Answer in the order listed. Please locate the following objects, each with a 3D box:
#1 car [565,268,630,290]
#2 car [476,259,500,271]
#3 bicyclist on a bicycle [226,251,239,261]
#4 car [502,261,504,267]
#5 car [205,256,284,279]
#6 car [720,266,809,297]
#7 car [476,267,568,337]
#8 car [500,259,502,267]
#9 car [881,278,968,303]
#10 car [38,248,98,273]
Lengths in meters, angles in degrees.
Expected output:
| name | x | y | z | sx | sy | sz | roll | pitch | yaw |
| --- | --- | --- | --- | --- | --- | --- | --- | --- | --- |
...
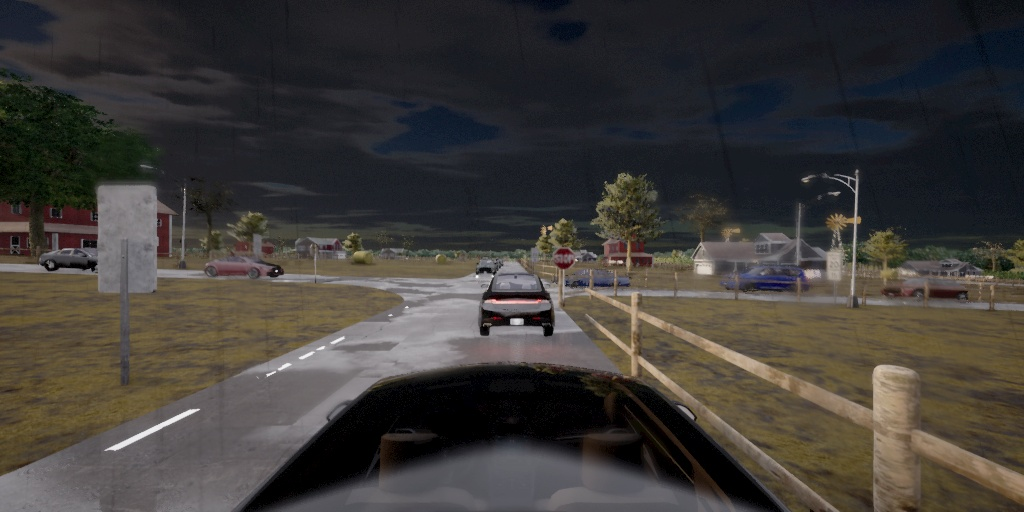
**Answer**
| name | x | y | z | sx | sy | sz | roll | pitch | yaw |
| --- | --- | --- | --- | --- | --- | --- | --- | --- | --- |
| car | 5.522 | 1.570 | 25.092 | 5.357 | 1.411 | 2.033 | 2 | 0 | -13 |
| car | -2.785 | 1.133 | 39.674 | 2.097 | 1.767 | 4.553 | 0 | 0 | 0 |
| bicyclist on a bicycle | -22.572 | 0.419 | 29.046 | 0.582 | 1.620 | 1.656 | 2 | 0 | 0 |
| car | -2.732 | 1.357 | 59.864 | 2.033 | 1.411 | 5.357 | 0 | 0 | 1 |
| car | -17.124 | 0.716 | 23.056 | 4.181 | 1.385 | 1.994 | 2 | 0 | 0 |
| car | 18.251 | 1.753 | 25.991 | 5.566 | 2.045 | 2.150 | 3 | 0 | 0 |
| car | 0.112 | 1.246 | 10.370 | 2.128 | 1.511 | 4.902 | 0 | 0 | 0 |
| car | -2.757 | 1.296 | 49.575 | 1.837 | 1.490 | 4.892 | 0 | 0 | 0 |
| car | 29.775 | 2.348 | 25.982 | 4.553 | 1.767 | 2.097 | 3 | 0 | 0 |
| car | -27.179 | 0.271 | 23.063 | 4.902 | 1.511 | 2.128 | 2 | 0 | 0 |
